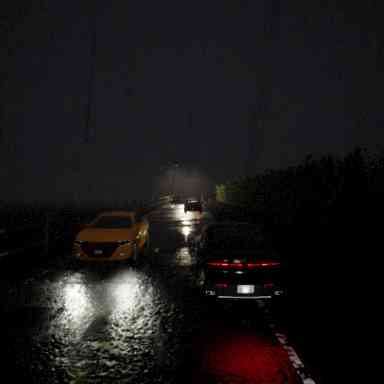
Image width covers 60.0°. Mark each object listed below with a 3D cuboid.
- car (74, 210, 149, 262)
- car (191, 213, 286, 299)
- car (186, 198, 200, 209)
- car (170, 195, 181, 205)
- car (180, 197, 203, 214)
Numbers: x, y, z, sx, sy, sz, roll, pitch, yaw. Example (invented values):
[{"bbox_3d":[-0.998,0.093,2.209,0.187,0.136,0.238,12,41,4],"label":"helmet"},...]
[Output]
[{"bbox_3d":[-2.739,1.477,12.249,1.882,1.535,5.008,0,0,0],"label":"car"},{"bbox_3d":[0.971,1.505,8.426,1.837,1.490,4.892,0,0,0],"label":"car"},{"bbox_3d":[0.116,1.526,45.768,1.812,1.442,4.674,0,0,0],"label":"car"},{"bbox_3d":[-2.694,1.354,59.384,2.097,1.767,4.553,0,0,0],"label":"car"},{"bbox_3d":[0.109,1.491,35.594,2.128,1.511,4.902,0,0,0],"label":"car"}]
